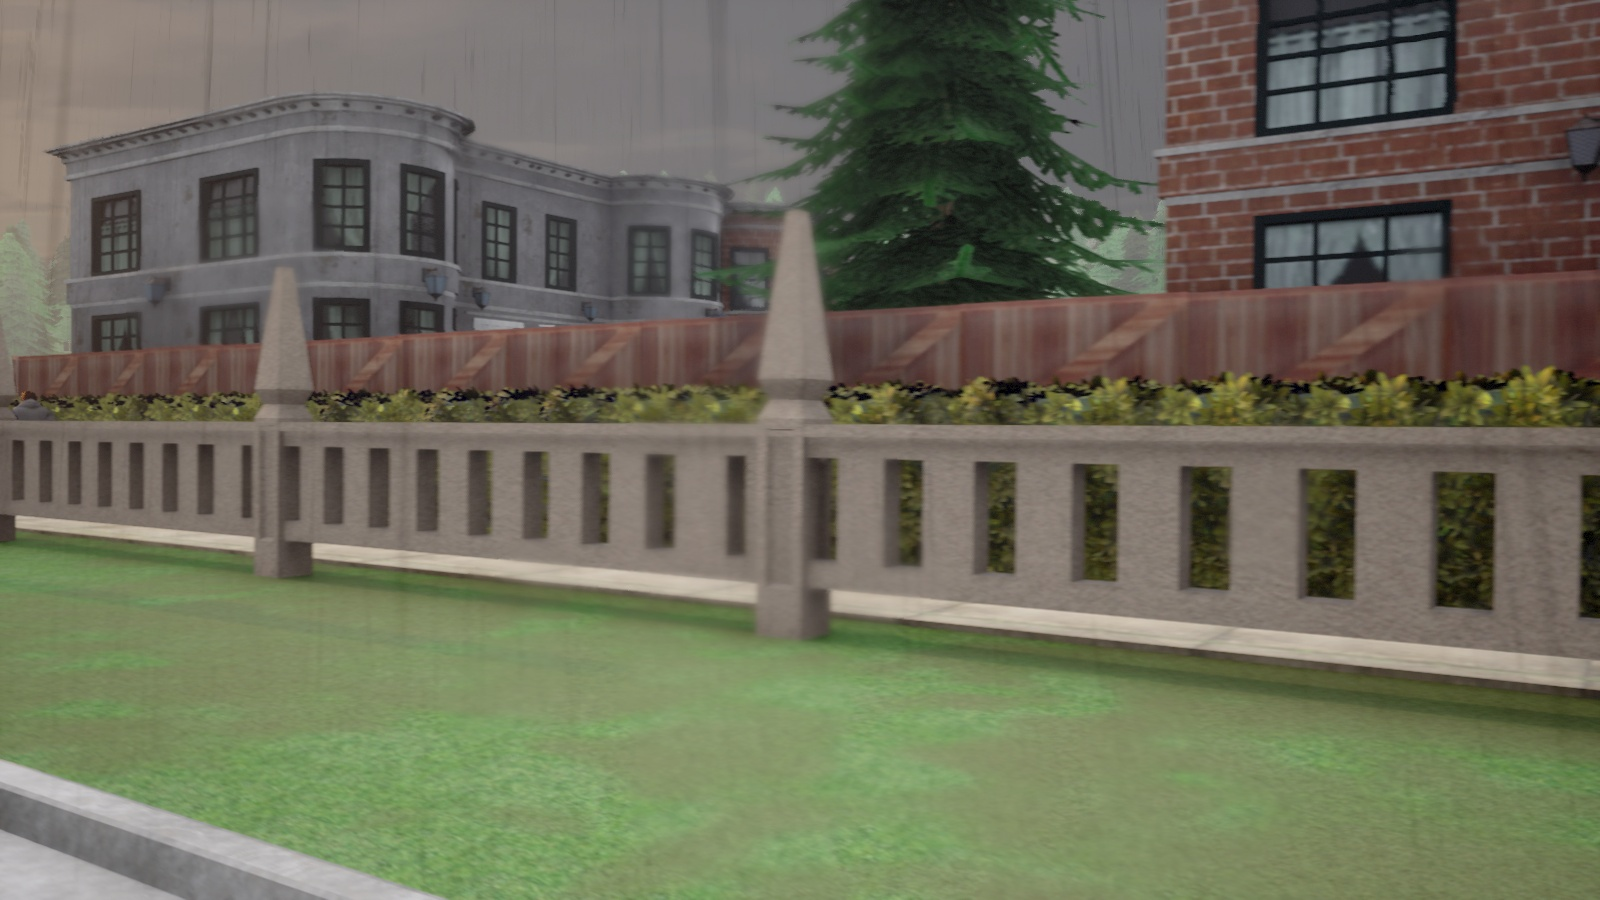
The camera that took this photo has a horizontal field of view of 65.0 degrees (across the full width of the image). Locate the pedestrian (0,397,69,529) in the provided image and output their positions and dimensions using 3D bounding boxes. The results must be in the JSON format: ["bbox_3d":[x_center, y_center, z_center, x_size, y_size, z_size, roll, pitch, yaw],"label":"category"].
[{"bbox_3d":[-11.713,0.185,19.156,0.873,1.952,0.659,0,1,37],"label":"pedestrian"}]
